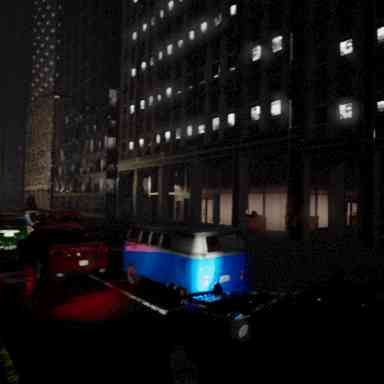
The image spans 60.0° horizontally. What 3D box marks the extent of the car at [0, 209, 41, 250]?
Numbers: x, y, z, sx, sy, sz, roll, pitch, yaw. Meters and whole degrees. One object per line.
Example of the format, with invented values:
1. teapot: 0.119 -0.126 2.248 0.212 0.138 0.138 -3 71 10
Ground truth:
1. car: -8.581 1.822 15.627 2.097 1.767 4.553 2 -3 -29

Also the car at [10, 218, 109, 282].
1. car: -4.468 1.844 11.096 1.882 1.535 5.008 3 -3 -37

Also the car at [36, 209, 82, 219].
1. car: -7.318 1.890 17.757 2.192 1.841 5.009 2 -2 -37

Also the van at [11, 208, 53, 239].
1. van: -10.772 2.031 22.268 1.690 1.788 3.998 2 -2 -37

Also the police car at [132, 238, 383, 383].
1. police car: 1.543 1.591 3.246 1.930 1.638 5.238 3 -3 -37

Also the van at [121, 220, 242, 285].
1. van: -0.410 1.686 8.731 1.690 1.788 3.998 2 -2 -37
